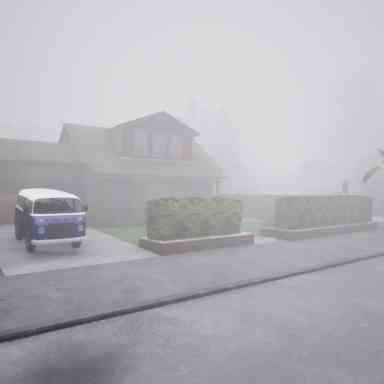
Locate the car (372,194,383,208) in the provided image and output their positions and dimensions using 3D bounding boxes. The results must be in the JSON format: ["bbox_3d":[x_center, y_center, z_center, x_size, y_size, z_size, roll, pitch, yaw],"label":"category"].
[{"bbox_3d":[24.038,0.986,40.783,3.866,1.878,1.905,0,0,0],"label":"car"}]
